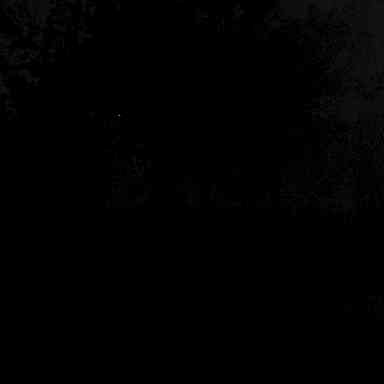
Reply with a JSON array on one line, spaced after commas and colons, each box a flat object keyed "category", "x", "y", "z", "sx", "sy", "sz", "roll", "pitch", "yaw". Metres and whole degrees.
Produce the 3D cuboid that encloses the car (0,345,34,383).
[{"category": "car", "x": -3.156, "y": 1.534, "z": 0.823, "sx": 5.357, "sy": 1.411, "sz": 2.033, "roll": 0, "pitch": 0, "yaw": -35}]
